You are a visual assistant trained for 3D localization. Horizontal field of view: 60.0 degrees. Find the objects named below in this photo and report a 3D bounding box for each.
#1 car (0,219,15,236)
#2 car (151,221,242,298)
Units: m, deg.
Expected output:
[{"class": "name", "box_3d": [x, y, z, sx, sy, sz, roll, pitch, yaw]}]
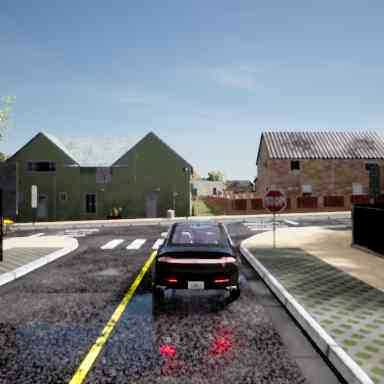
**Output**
[{"class": "car", "box_3d": [-12.792, 1.892, 18.945, 5.008, 1.535, 1.882, -2, 0, 0]}, {"class": "car", "box_3d": [0.159, 1.492, 8.513, 2.128, 1.511, 4.902, 0, 0, 2]}]
